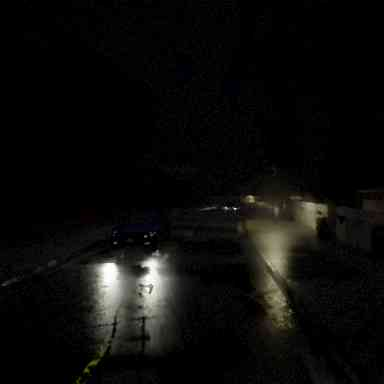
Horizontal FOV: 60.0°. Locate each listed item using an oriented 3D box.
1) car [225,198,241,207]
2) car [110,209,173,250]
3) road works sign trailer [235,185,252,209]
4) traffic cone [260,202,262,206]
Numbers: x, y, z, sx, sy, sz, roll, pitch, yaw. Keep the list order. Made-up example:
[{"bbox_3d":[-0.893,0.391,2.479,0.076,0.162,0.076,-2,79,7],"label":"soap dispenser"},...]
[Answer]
[{"bbox_3d":[6.804,1.727,55.381,1.882,1.535,5.008,0,0,19],"label":"car"},{"bbox_3d":[-2.036,1.514,14.676,1.882,1.535,5.008,0,0,6],"label":"car"},{"bbox_3d":[7.919,0.673,50.338,2.380,3.560,2.880,0,0,19],"label":"road works sign trailer"},{"bbox_3d":[13.014,2.237,62.317,0.340,0.580,0.340,0,0,19],"label":"traffic cone"}]
